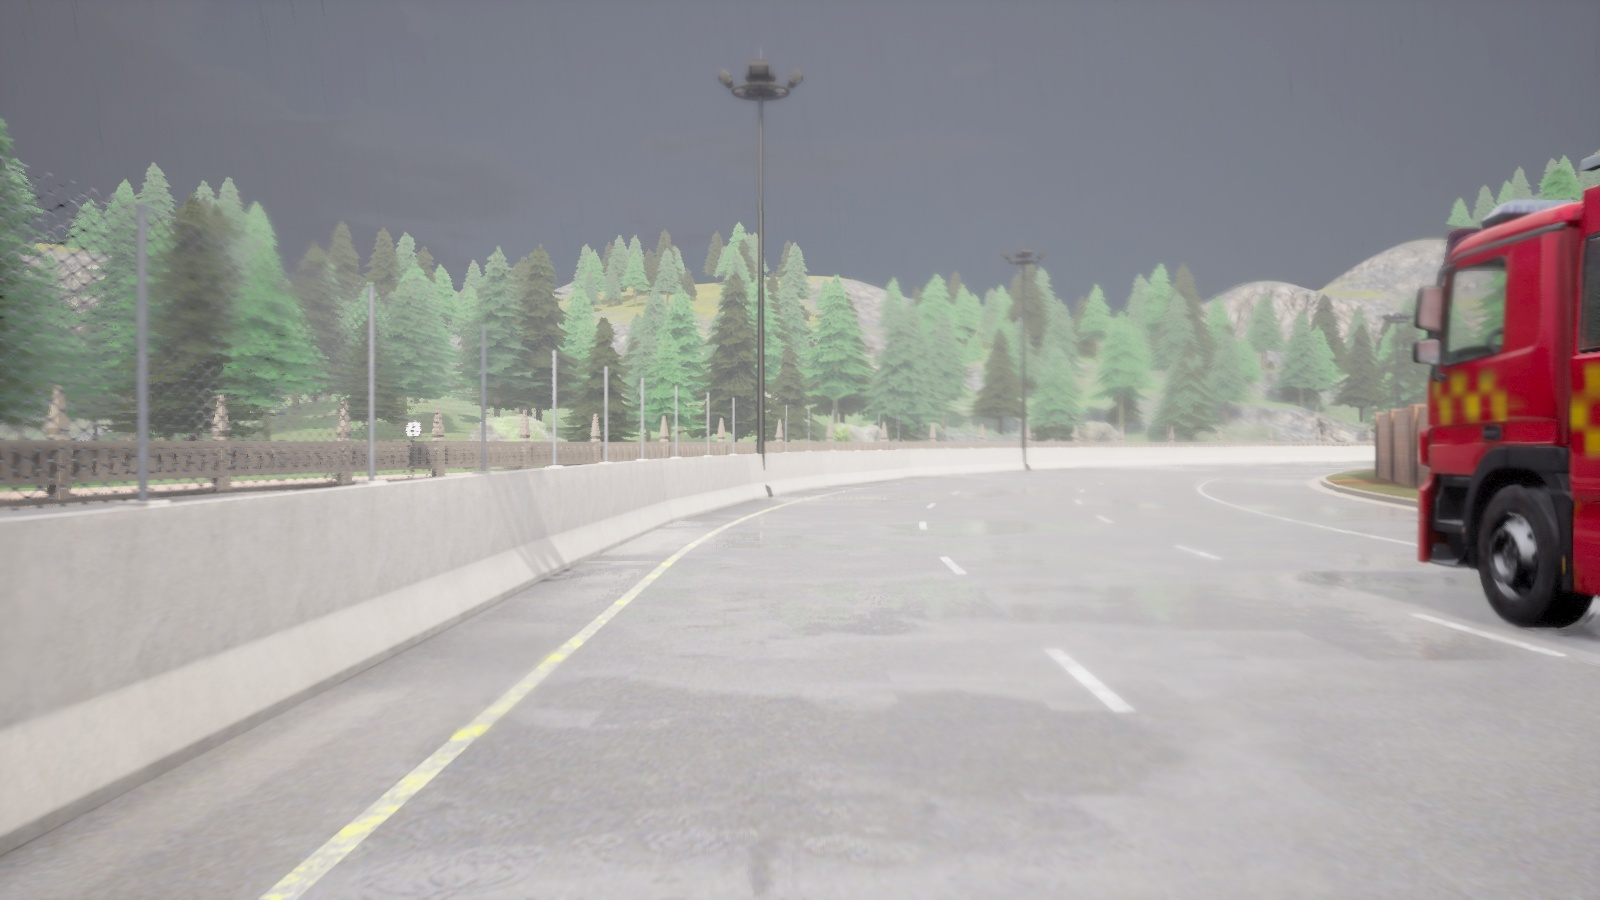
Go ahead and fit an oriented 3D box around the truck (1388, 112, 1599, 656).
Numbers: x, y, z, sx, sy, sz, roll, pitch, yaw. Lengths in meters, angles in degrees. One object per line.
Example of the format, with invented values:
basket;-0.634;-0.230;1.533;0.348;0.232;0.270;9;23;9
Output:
truck;7.060;-0.456;7.801;2.891;3.827;8.468;0;0;0
